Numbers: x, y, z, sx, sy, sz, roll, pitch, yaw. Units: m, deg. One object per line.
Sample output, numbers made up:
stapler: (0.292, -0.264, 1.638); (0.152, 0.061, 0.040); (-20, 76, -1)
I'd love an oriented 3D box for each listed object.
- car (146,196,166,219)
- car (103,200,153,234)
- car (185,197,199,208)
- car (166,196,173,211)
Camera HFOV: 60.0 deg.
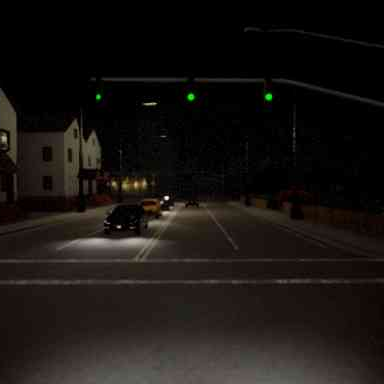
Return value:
car: (-3.593, 1.365, 28.287); (1.882, 1.535, 5.008); (0, 0, 0)
car: (-3.598, 1.454, 18.790); (1.837, 1.490, 4.892); (0, 0, 0)
car: (0.026, 1.306, 44.307); (2.033, 1.411, 5.357); (0, 0, 0)
car: (-3.577, 1.391, 37.632); (1.994, 1.385, 4.181); (0, 0, 0)
